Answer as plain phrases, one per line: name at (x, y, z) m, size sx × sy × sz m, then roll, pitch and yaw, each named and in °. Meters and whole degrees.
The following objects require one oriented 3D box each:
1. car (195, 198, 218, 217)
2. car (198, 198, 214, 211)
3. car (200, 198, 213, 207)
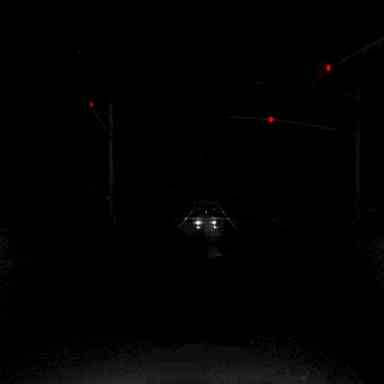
car at (1.349, 1.491, 31.492) m, size 1.812 × 1.442 × 4.674 m, roll 0°, pitch 0°, yaw 3°
car at (1.776, 1.470, 40.647) m, size 1.837 × 1.490 × 4.892 m, roll 0°, pitch 0°, yaw 3°
car at (2.265, 1.566, 50.784) m, size 1.895 × 1.301 × 4.718 m, roll 0°, pitch 0°, yaw 3°
